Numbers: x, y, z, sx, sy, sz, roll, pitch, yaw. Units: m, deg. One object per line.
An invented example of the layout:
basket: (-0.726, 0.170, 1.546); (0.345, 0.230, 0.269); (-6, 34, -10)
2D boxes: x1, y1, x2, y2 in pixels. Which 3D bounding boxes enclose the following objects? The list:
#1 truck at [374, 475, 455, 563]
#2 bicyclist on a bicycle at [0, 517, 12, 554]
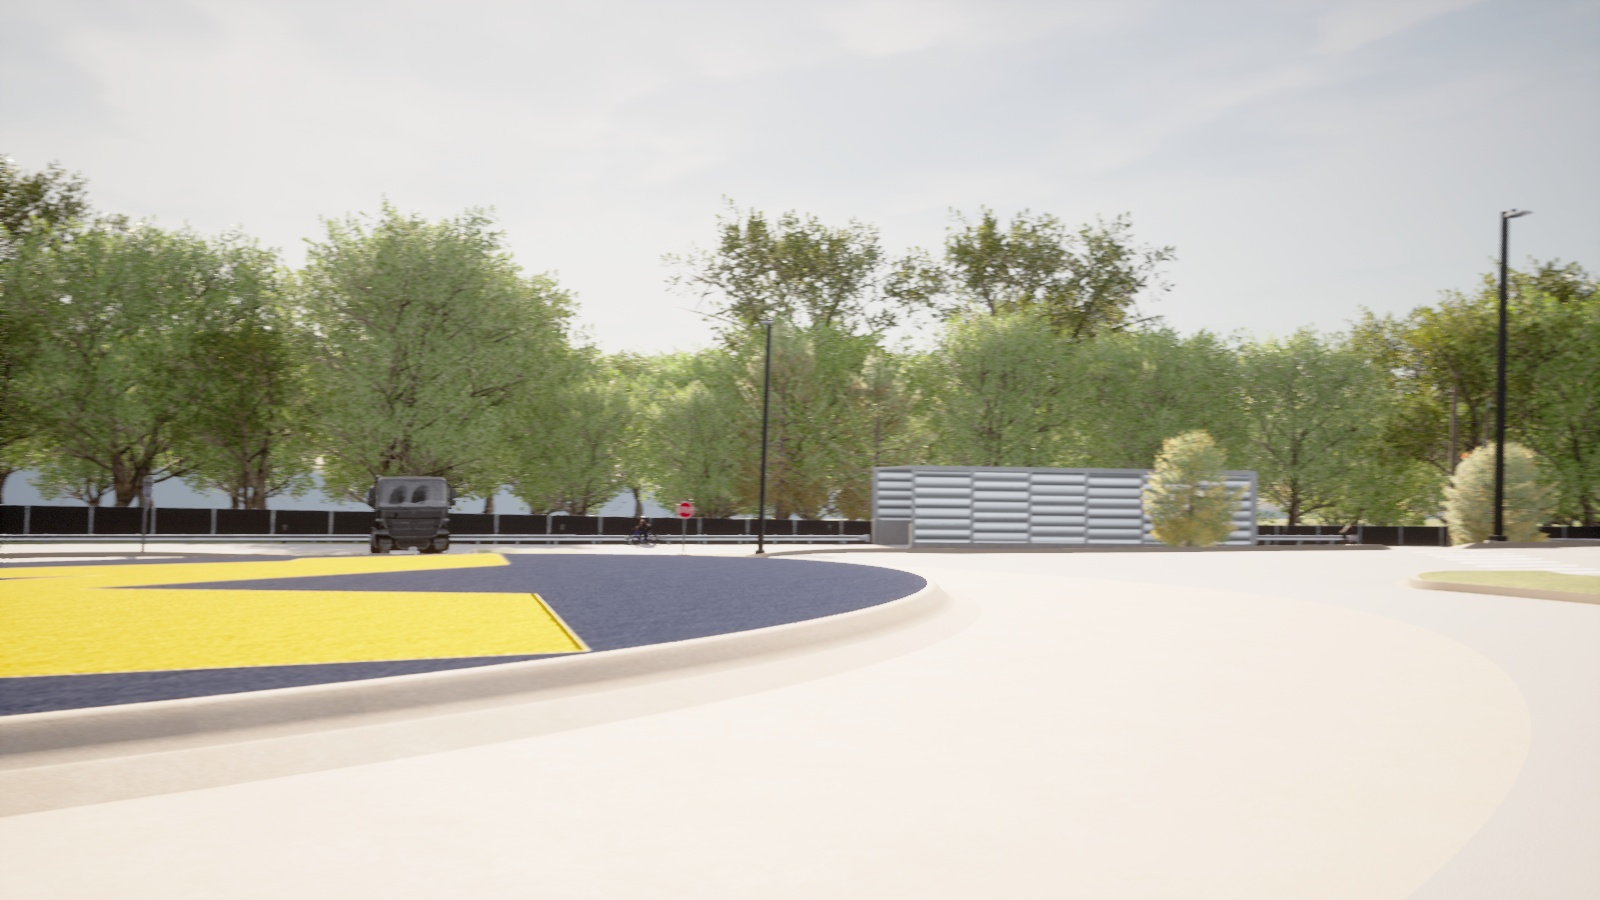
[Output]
truck: (-16.535, 2.935, 53.518); (2.891, 3.462, 7.936); (1, -3, -20)
bicyclist on a bicycle: (-35.873, 3.787, 55.568); (1.509, 1.612, 0.866); (1, -1, -16)
